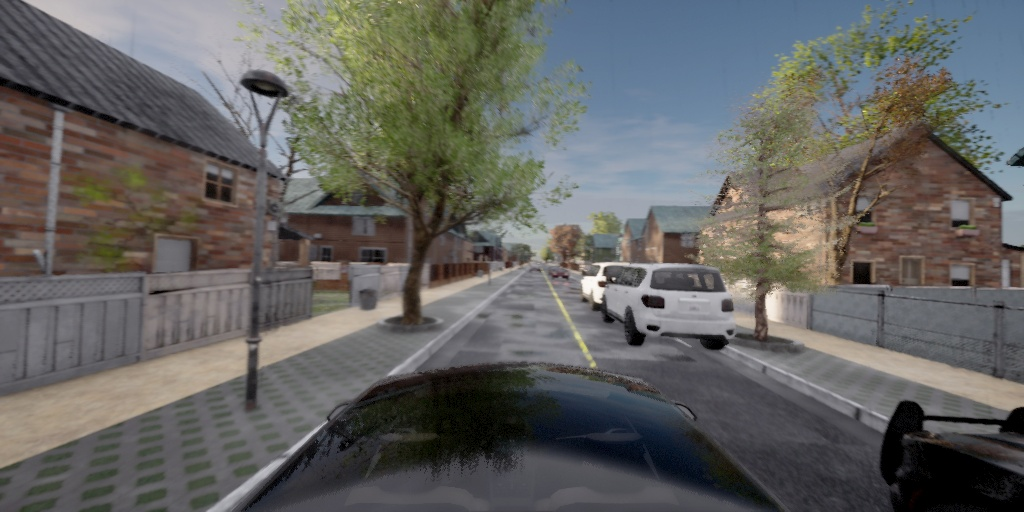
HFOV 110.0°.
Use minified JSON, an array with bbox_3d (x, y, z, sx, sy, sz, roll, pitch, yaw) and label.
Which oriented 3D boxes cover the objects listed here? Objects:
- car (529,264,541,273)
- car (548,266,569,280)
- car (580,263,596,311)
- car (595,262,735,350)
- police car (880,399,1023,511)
[{"bbox_3d":[4.069,2.104,62.028,1.812,1.442,4.674,2,-1,4],"label":"car"},{"bbox_3d":[5.364,1.993,40.420,1.895,1.301,4.718,2,-1,5],"label":"car"},{"bbox_3d":[4.460,1.311,16.254,2.150,2.045,5.566,2,-1,4],"label":"car"},{"bbox_3d":[4.041,1.225,10.269,2.150,2.045,5.566,2,-1,4],"label":"car"},{"bbox_3d":[3.341,1.284,0.369,1.930,1.638,5.238,2,-1,4],"label":"police car"}]
